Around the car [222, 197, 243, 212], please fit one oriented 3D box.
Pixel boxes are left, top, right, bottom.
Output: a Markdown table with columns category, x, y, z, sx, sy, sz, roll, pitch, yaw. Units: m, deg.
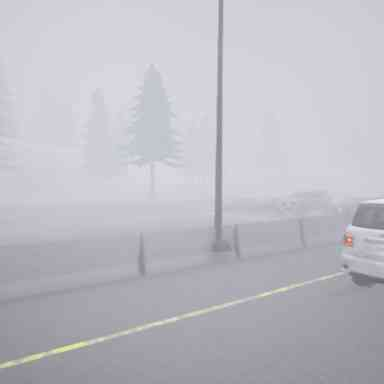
| category | x | y | z | sx | sy | sz | roll | pitch | yaw |
| --- | --- | --- | --- | --- | --- | --- | --- | --- | --- |
| car | 5.311 | 1.208 | 33.524 | 5.357 | 1.411 | 2.033 | -1 | 1 | -35 |

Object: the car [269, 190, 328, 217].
| category | x | y | z | sx | sy | sz | roll | pitch | yaw |
| --- | --- | --- | --- | --- | --- | --- | --- | --- | --- |
| car | 9.416 | 0.885 | 27.852 | 5.566 | 2.045 | 2.150 | -1 | 1 | -35 |

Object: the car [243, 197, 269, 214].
| category | x | y | z | sx | sy | sz | roll | pitch | yaw |
| --- | --- | --- | --- | --- | --- | --- | --- | --- | --- |
| car | 7.407 | 1.139 | 30.716 | 5.008 | 1.535 | 1.882 | -1 | 1 | -35 |

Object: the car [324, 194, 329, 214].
| category | x | y | z | sx | sy | sz | roll | pitch | yaw |
| --- | --- | --- | --- | --- | --- | --- | --- | --- | --- |
| car | 12.892 | 1.122 | 26.024 | 4.902 | 1.511 | 2.128 | -1 | 1 | -35 |

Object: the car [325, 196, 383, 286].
| category | x | y | z | sx | sy | sz | roll | pitch | yaw |
| --- | --- | --- | --- | --- | --- | --- | --- | --- | --- |
| car | 5.795 | 1.126 | 7.861 | 5.566 | 2.045 | 2.150 | -1 | 1 | -35 |
